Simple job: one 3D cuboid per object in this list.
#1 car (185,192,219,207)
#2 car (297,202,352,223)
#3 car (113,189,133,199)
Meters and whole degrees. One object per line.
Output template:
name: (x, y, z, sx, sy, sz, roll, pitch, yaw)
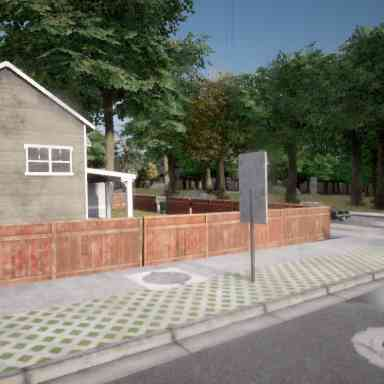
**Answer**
car: (1.053, 0.853, 34.839, 2.097, 1.767, 4.553, -2, 2, -35)
car: (8.806, 1.378, 23.842, 1.895, 1.301, 4.718, -2, 2, -35)
car: (-10.808, 0.345, 51.833, 1.882, 1.535, 5.008, -2, 3, -35)
